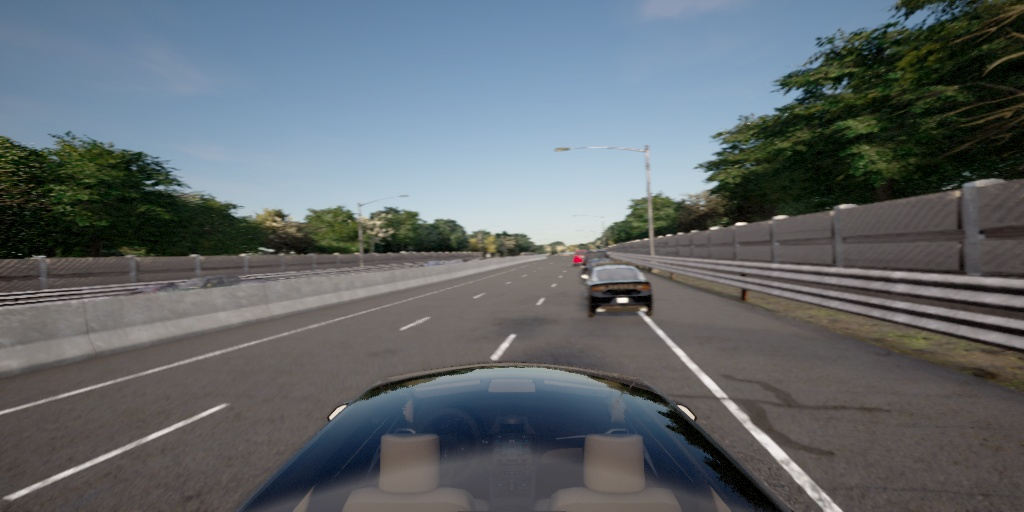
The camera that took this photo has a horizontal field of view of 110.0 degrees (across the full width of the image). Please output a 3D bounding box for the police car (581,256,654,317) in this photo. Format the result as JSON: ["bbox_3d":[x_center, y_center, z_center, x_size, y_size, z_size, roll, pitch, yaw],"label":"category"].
[{"bbox_3d":[3.489,0.976,12.347,1.930,1.638,5.238,-3,0,11],"label":"police car"}]

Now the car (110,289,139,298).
[{"bbox_3d":[-20.873,2.341,21.171,1.994,1.385,4.181,-3,0,11],"label":"car"}]

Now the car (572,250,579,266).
[{"bbox_3d":[9.351,0.259,48.234,2.150,2.045,5.566,-3,1,11],"label":"car"}]

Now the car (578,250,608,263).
[{"bbox_3d":[6.502,0.560,27.973,2.150,2.045,5.566,-3,0,11],"label":"car"}]

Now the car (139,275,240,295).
[{"bbox_3d":[-17.480,1.957,20.369,2.097,1.767,4.553,-3,0,11],"label":"car"}]

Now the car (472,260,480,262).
[{"bbox_3d":[-6.224,1.358,59.752,1.895,1.301,4.718,-3,1,11],"label":"car"}]

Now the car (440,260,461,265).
[{"bbox_3d":[-9.756,1.455,59.941,1.812,1.442,4.674,-3,1,11],"label":"car"}]

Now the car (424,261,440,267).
[{"bbox_3d":[-13.188,1.630,60.607,1.812,1.442,4.674,-3,1,11],"label":"car"}]

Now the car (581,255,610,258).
[{"bbox_3d":[5.372,0.929,22.055,1.837,1.490,4.892,-3,0,11],"label":"car"}]

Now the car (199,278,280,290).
[{"bbox_3d":[-14.038,1.994,19.702,1.994,1.385,4.181,-3,0,11],"label":"car"}]
